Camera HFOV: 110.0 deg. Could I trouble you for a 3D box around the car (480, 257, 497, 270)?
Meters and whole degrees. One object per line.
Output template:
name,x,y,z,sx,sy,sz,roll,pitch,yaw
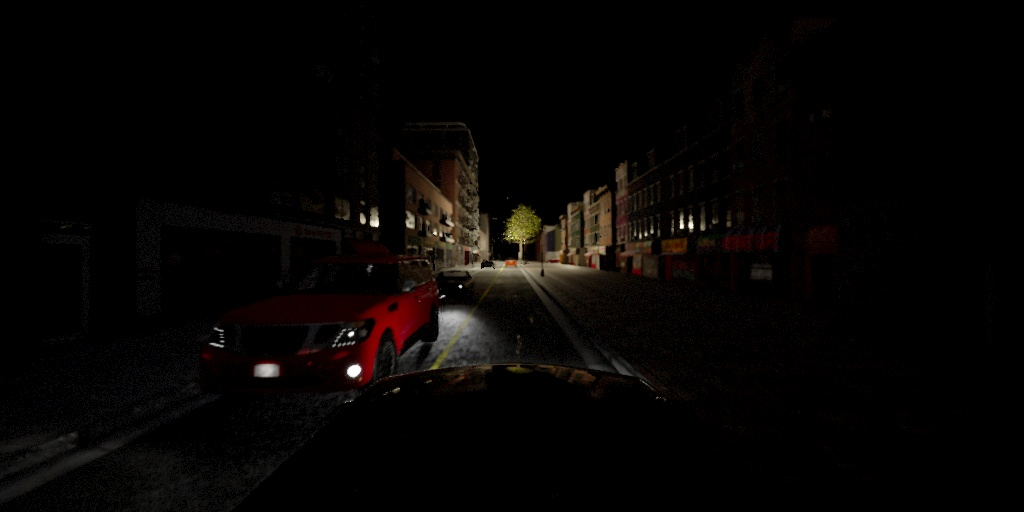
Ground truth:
car,-2.878,0.891,44.351,2.128,1.511,4.902,0,0,0

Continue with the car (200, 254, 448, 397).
car,-2.859,0.979,6.923,2.150,2.045,5.566,0,0,0

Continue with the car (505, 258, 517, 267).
car,-0.194,1.095,65.253,2.097,1.767,4.553,0,0,0

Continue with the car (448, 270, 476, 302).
car,-2.879,1.355,17.165,1.895,1.301,4.718,0,0,0
